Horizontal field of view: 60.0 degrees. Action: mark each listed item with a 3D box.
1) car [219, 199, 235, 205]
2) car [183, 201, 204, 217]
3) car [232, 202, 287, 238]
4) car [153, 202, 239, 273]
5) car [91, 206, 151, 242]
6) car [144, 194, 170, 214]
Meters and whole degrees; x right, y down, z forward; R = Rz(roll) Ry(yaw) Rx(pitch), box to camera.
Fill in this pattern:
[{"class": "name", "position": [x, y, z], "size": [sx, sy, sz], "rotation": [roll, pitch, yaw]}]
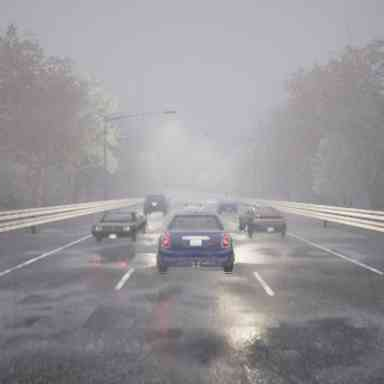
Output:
[{"class": "car", "position": [3.620, 1.484, 35.056], "size": [1.882, 1.535, 5.008], "rotation": [0, 0, 0]}, {"class": "car", "position": [0.120, 1.609, 32.006], "size": [1.895, 1.301, 4.718], "rotation": [0, 0, 0]}, {"class": "car", "position": [3.612, 1.500, 17.706], "size": [2.128, 1.511, 4.902], "rotation": [0, 0, 0]}, {"class": "car", "position": [0.104, 1.358, 10.890], "size": [2.097, 1.767, 4.553], "rotation": [0, 0, 0]}, {"class": "car", "position": [-3.388, 1.609, 16.484], "size": [1.895, 1.301, 4.718], "rotation": [0, 0, 0]}, {"class": "car", "position": [-3.380, 1.230, 32.555], "size": [2.150, 2.045, 5.566], "rotation": [0, 0, 0]}]
